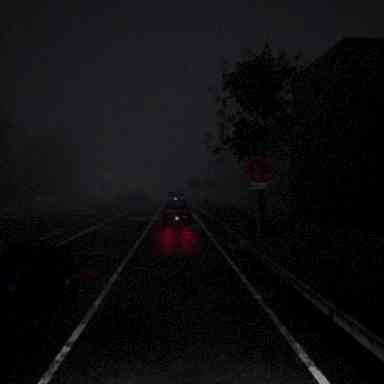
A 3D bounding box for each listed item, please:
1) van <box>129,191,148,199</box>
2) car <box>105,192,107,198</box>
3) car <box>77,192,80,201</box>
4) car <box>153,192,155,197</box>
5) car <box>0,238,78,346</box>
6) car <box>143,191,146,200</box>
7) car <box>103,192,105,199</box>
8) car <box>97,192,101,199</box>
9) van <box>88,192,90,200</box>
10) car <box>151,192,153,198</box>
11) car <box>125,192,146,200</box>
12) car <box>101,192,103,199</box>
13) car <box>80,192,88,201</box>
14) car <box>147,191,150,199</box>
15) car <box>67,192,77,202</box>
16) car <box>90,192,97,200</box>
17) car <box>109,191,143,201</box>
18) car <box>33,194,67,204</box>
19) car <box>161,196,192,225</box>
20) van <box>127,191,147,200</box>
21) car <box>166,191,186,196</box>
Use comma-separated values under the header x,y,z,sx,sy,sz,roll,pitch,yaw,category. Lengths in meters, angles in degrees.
x,y,z,sx,sy,sz,roll,pitch,yaw,category
-13.327,0.794,83.468,4.442,1.987,1.878,-1,0,-3,van
-26.743,1.215,91.009,4.792,1.488,2.163,-1,0,-3,car
-25.373,1.214,65.984,4.674,1.452,2.002,-1,0,-3,car
-13.543,0.773,89.072,5.566,2.045,2.435,-1,0,-3,car
-3.459,1.536,5.493,2.033,1.411,5.357,-1,1,-3,car
-12.195,0.774,63.879,5.566,2.045,2.435,-1,0,-3,car
-26.534,1.212,88.231,4.792,1.488,2.163,-1,0,-3,car
-26.077,1.171,82.676,5.366,1.575,1.946,-1,0,-3,car
-25.932,0.942,74.315,4.442,1.987,1.878,-1,0,-3,van
-13.354,1.021,86.274,5.008,1.535,2.097,-1,0,-3,car
-12.726,0.883,75.077,4.553,1.767,2.185,-1,0,-3,car
-26.407,1.179,85.449,5.008,1.535,2.097,-1,0,-3,car
-25.635,1.041,71.546,4.553,1.767,2.185,-1,0,-3,car
-12.638,0.759,72.277,5.566,2.045,2.435,-1,0,-3,car
-25.230,1.182,63.201,5.008,1.535,2.097,-1,0,-3,car
-26.109,1.213,79.885,4.674,1.452,2.002,-1,0,-3,car
-12.011,1.038,61.084,4.892,1.521,2.231,-1,0,-3,car
-24.928,1.209,57.641,5.008,1.535,2.097,-1,0,-3,car
-0.998,1.297,21.943,2.128,1.511,4.902,-1,1,-3,car
-12.793,0.785,77.882,4.442,1.987,1.878,-1,0,-3,van
-1.963,0.866,40.183,2.150,2.045,5.566,-1,1,-3,car
